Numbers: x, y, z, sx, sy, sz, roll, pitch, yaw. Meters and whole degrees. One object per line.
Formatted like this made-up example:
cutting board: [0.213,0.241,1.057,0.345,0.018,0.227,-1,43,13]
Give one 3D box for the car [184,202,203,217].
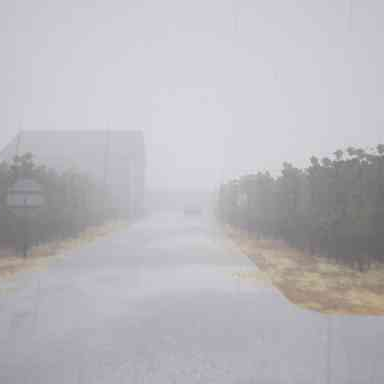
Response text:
car: [0.174,2.139,42.327,2.097,1.767,4.553,0,-1,5]
